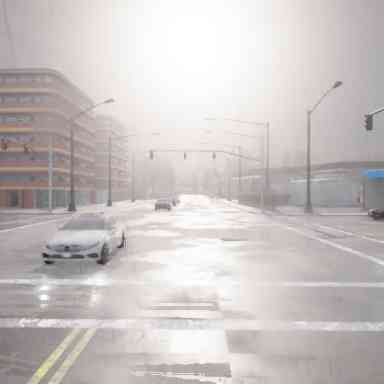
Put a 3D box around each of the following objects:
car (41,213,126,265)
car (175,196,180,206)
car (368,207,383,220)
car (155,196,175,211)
[{"bbox_3d":[-3.587,1.515,11.854,1.812,1.442,4.674,0,1,0],"label":"car"},{"bbox_3d":[-3.549,1.655,55.360,1.895,1.301,4.718,0,0,0],"label":"car"},{"bbox_3d":[16.627,1.531,26.452,4.892,1.490,1.837,0,0,0],"label":"car"},{"bbox_3d":[-3.569,1.519,42.000,1.882,1.535,5.008,0,0,0],"label":"car"}]
